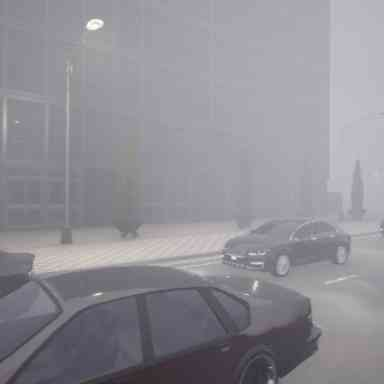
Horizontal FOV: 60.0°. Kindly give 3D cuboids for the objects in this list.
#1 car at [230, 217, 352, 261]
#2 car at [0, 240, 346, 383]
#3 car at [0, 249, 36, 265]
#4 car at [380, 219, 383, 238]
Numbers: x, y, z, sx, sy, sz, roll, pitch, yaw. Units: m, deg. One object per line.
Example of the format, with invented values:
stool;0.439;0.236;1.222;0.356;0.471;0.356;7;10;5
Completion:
car;3.127;1.579;10.519;4.892;1.490;1.837;1;0;-35
car;-0.922;1.557;3.335;5.357;1.411;2.033;1;0;-35
car;-4.871;1.495;4.817;4.892;1.490;1.837;1;-1;-35
car;7.210;1.572;9.133;5.008;1.535;1.882;1;0;-35
